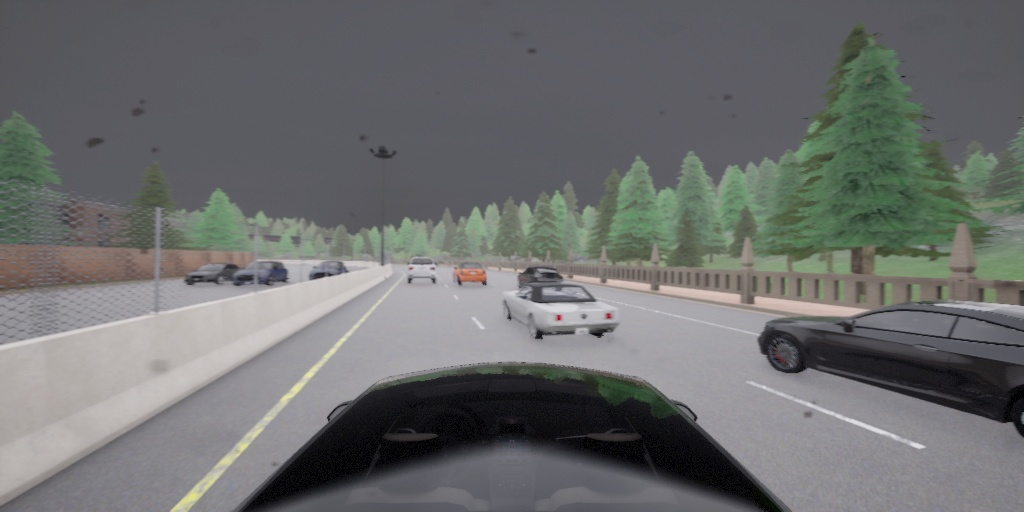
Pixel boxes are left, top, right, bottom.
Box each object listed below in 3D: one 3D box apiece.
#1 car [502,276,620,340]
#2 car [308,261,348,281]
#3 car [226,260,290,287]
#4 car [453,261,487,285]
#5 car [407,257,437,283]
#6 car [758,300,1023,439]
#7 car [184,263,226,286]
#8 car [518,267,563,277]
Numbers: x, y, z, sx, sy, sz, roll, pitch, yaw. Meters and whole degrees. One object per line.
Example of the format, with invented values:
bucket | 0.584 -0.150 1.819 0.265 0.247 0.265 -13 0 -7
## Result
car | 1.050 1.417 10.267 1.895 1.301 4.718 0 0 -14
car | -14.671 1.187 28.837 2.097 1.767 4.553 0 0 -14
car | -17.273 1.142 24.865 2.097 1.767 4.553 0 0 -14
car | -3.313 1.257 27.625 2.097 1.767 4.553 0 0 -14
car | -7.380 1.113 29.448 2.150 2.045 5.566 0 0 -14
car | 5.986 1.340 4.992 1.812 1.442 4.674 0 0 -14
car | -21.076 1.274 25.636 1.837 1.490 4.892 1 0 -14
car | 1.650 1.407 22.236 1.837 1.490 4.892 0 0 -14
